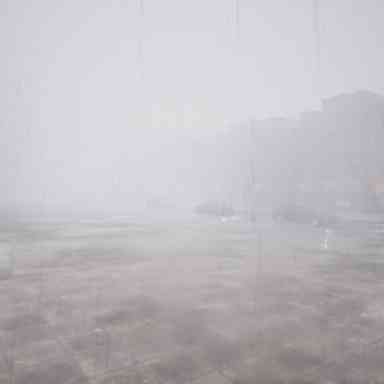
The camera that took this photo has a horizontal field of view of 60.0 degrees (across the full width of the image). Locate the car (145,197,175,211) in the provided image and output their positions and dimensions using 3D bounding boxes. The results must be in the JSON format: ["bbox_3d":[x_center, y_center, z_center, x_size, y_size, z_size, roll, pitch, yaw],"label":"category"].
[{"bbox_3d":[-3.831,1.350,39.785,2.128,1.511,4.902,-1,1,-35],"label":"car"}]

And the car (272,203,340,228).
[{"bbox_3d":[7.845,1.588,23.297,1.837,1.490,4.892,-1,1,-35],"label":"car"}]

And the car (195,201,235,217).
[{"bbox_3d":[2.093,1.538,31.409,1.994,1.385,4.181,-1,1,-36],"label":"car"}]
